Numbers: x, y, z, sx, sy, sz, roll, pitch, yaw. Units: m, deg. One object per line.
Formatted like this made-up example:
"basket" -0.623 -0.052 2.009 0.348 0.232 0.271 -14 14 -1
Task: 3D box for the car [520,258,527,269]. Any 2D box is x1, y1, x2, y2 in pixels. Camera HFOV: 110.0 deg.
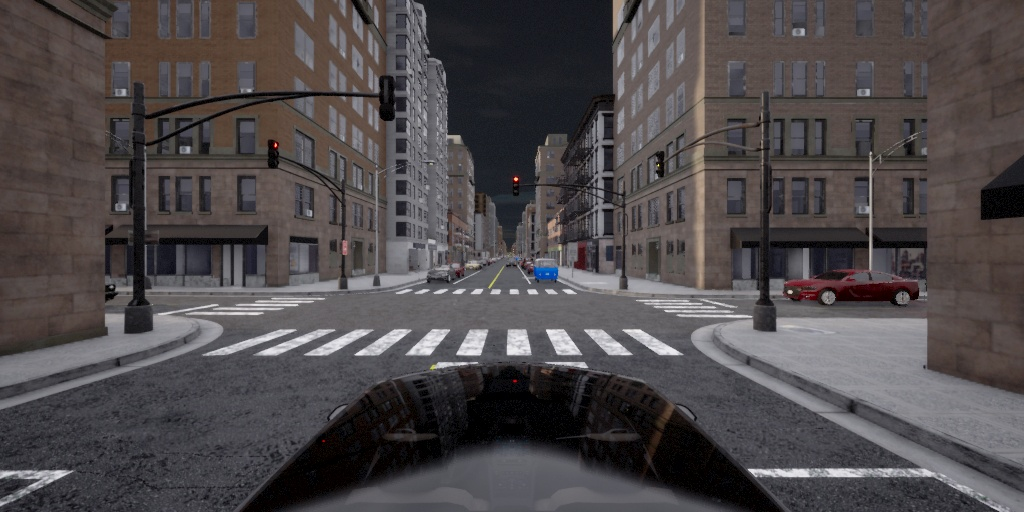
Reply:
"car" 2.516 1.326 50.667 1.802 1.307 4.207 0 0 0

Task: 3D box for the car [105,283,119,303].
"car" -17.231 1.254 12.735 4.718 1.301 1.895 0 0 -2

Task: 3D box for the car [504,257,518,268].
"car" -0.050 1.337 61.551 1.895 1.301 4.718 0 0 0

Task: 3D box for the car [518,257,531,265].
"car" 2.503 1.055 56.349 2.192 1.841 5.009 0 0 0

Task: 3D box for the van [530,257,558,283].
"van" 2.572 1.089 27.942 1.690 1.789 3.998 0 0 0

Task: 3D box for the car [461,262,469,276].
"car" -5.466 1.293 33.595 1.888 1.381 4.507 0 0 0

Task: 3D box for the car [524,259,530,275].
"car" 2.544 1.330 39.304 1.802 1.307 4.207 0 0 0

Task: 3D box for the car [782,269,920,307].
"car" 14.781 1.326 15.813 5.008 1.535 1.882 0 0 1

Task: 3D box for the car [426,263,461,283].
"car" -5.453 1.299 27.913 2.007 1.370 4.403 0 0 0

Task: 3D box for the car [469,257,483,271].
"car" -5.508 1.269 50.471 1.751 1.417 4.829 0 0 0

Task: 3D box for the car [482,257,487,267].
"car" -5.522 1.306 56.323 1.948 1.339 4.313 0 0 0
